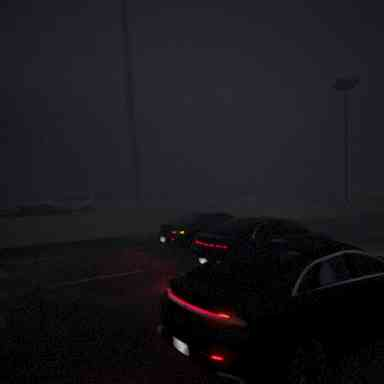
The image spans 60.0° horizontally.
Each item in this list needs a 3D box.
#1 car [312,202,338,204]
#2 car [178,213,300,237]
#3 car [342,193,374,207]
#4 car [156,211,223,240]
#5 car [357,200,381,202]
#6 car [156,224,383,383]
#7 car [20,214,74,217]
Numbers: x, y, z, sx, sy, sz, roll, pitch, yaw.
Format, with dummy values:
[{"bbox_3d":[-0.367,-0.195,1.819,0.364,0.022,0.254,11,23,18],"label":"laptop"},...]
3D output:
[{"bbox_3d":[18.839,1.198,47.553,5.008,1.535,1.882,-1,0,-35],"label":"car"},{"bbox_3d":[2.230,1.457,9.646,4.892,1.490,1.837,0,0,-36],"label":"car"},{"bbox_3d":[23.073,1.055,46.274,4.553,1.767,2.097,-1,0,-35],"label":"car"},{"bbox_3d":[0.849,1.472,12.961,4.674,1.442,1.812,0,0,-36],"label":"car"},{"bbox_3d":[21.733,1.208,41.027,5.008,1.535,1.882,-1,0,-35],"label":"car"},{"bbox_3d":[1.845,1.463,5.067,4.902,1.511,2.128,0,0,-36],"label":"car"},{"bbox_3d":[-10.635,1.519,22.208,5.357,1.411,2.033,0,0,-36],"label":"car"}]
